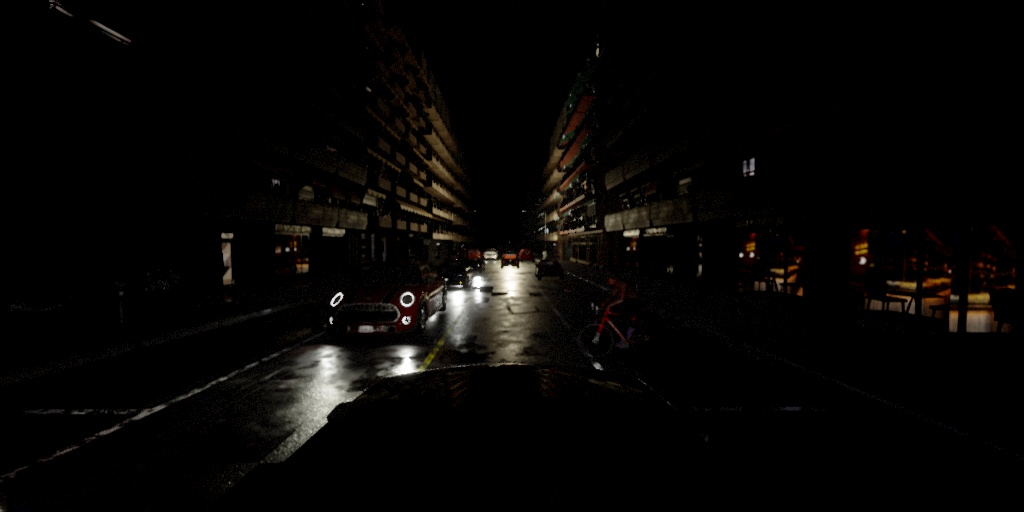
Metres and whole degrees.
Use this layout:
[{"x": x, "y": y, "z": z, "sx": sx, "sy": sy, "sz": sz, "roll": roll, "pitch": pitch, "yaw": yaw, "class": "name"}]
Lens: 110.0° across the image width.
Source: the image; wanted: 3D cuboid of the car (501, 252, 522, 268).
[{"x": -0.205, "y": 0.580, "z": 38.110, "sx": 1.895, "sy": 1.301, "sz": 4.718, "roll": 0, "pitch": 1, "yaw": -1, "class": "car"}]

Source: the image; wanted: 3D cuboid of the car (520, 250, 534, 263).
[{"x": 2.227, "y": -0.014, "z": 52.414, "sx": 2.192, "sy": 1.841, "sz": 5.009, "roll": 0, "pitch": 0, "yaw": 0, "class": "car"}]

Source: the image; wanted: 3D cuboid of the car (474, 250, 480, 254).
[{"x": -6.120, "y": 0.224, "z": 52.282, "sx": 1.888, "sy": 1.381, "sz": 4.507, "roll": 0, "pitch": 0, "yaw": 0, "class": "car"}]

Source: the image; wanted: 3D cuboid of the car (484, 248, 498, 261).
[{"x": -3.556, "y": -0.273, "z": 60.189, "sx": 2.150, "sy": 2.045, "sz": 5.566, "roll": 0, "pitch": 1, "yaw": 0, "class": "car"}]

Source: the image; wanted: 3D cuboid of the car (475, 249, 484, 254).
[{"x": -6.170, "y": -0.128, "z": 57.944, "sx": 2.192, "sy": 1.841, "sz": 5.009, "roll": 0, "pitch": 0, "yaw": 0, "class": "car"}]

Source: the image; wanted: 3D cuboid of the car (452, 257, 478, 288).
[{"x": -3.226, "y": 0.939, "z": 19.599, "sx": 1.994, "sy": 1.385, "sz": 4.181, "roll": 0, "pitch": 1, "yaw": 0, "class": "car"}]

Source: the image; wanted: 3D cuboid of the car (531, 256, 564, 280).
[{"x": 2.477, "y": 0.858, "z": 24.100, "sx": 1.802, "sy": 1.307, "sz": 4.207, "roll": 0, "pitch": 0, "yaw": 0, "class": "car"}]

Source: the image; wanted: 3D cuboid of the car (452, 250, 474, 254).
[{"x": -6.020, "y": 0.237, "z": 40.955, "sx": 2.192, "sy": 1.841, "sz": 5.009, "roll": 0, "pitch": 0, "yaw": 0, "class": "car"}]

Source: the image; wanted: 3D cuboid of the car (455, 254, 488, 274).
[{"x": -3.287, "y": 0.759, "z": 29.810, "sx": 1.895, "sy": 1.301, "sz": 4.718, "roll": 0, "pitch": 1, "yaw": 0, "class": "car"}]

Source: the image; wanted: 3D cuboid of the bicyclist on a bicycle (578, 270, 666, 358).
[{"x": 2.024, "y": 1.089, "z": 6.624, "sx": 1.656, "sy": 1.620, "sz": 0.582, "roll": -1, "pitch": 1, "yaw": 0, "class": "bicyclist on a bicycle"}]

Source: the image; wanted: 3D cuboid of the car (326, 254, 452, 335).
[{"x": -3.155, "y": 0.932, "z": 9.918, "sx": 2.097, "sy": 1.767, "sz": 4.553, "roll": 0, "pitch": 1, "yaw": -1, "class": "car"}]

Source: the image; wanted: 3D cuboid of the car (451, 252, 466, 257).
[{"x": -5.969, "y": 0.568, "z": 35.122, "sx": 1.751, "sy": 1.417, "sz": 4.829, "roll": 0, "pitch": 0, "yaw": 0, "class": "car"}]
